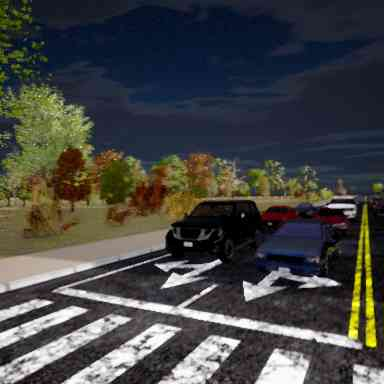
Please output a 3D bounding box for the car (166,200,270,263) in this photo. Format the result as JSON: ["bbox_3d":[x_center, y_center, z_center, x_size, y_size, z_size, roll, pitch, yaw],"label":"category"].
[{"bbox_3d":[1.154,1.336,13.076,2.150,2.045,5.566,-1,-1,28],"label":"car"}]

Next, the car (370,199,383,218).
[{"bbox_3d":[18.238,1.664,31.304,2.128,1.511,4.902,-1,-1,28],"label":"car"}]

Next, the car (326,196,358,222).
[{"bbox_3d":[13.028,1.404,28.766,2.150,2.045,5.566,-1,-1,28],"label":"car"}]

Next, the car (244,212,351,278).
[{"bbox_3d":[3.706,1.625,10.856,2.033,1.411,5.357,-1,-1,30],"label":"car"}]

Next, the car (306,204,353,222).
[{"bbox_3d":[8.069,1.653,19.282,1.812,1.442,4.674,-1,-1,28],"label":"car"}]

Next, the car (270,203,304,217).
[{"bbox_3d":[5.788,1.644,21.938,1.882,1.535,5.008,-1,-1,28],"label":"car"}]

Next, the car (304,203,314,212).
[{"bbox_3d":[10.563,1.767,31.056,2.033,1.411,5.357,-1,-1,28],"label":"car"}]
